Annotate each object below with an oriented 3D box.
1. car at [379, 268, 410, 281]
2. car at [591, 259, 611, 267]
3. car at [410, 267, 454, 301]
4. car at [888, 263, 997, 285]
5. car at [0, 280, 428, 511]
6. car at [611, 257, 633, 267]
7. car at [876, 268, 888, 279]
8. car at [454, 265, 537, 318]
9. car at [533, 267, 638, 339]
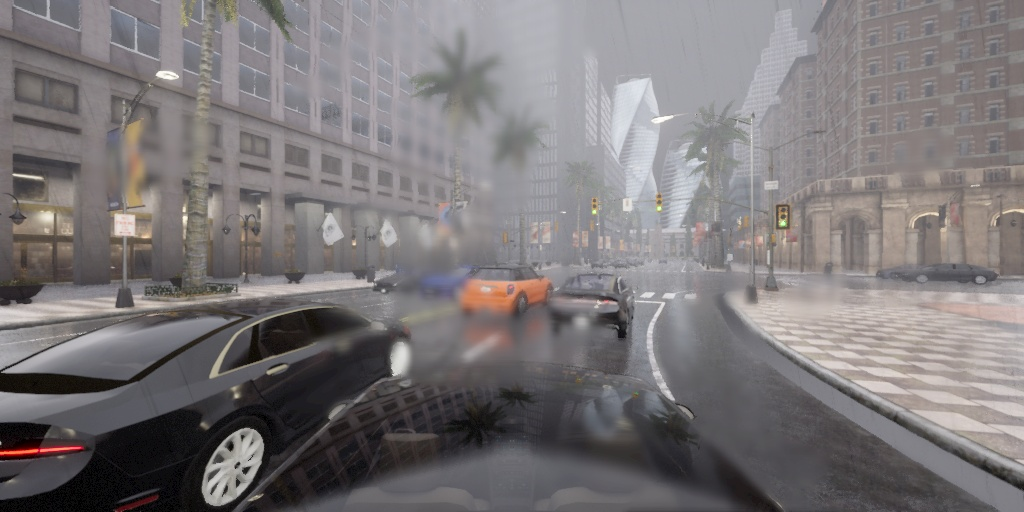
[{"bbox_3d":[-5.067,1.300,19.773,2.033,1.411,5.357,0,0,26],"label":"car"},{"bbox_3d":[14.376,1.267,58.849,1.837,1.490,4.892,0,0,27],"label":"car"},{"bbox_3d":[-2.367,1.230,17.321,1.882,1.535,5.008,0,0,26],"label":"car"},{"bbox_3d":[31.559,1.261,26.261,4.892,1.490,1.837,0,0,25],"label":"car"},{"bbox_3d":[-2.850,1.256,4.306,1.837,1.490,4.892,0,0,8],"label":"car"},{"bbox_3d":[17.951,1.266,58.174,1.837,1.490,4.892,0,0,27],"label":"car"},{"bbox_3d":[32.921,1.321,29.488,4.181,1.385,1.994,0,0,26],"label":"car"},{"bbox_3d":[0.052,1.104,13.320,2.097,1.767,4.553,0,0,23],"label":"car"},{"bbox_3d":[2.449,1.244,10.234,2.128,1.511,4.902,0,0,22],"label":"car"}]
